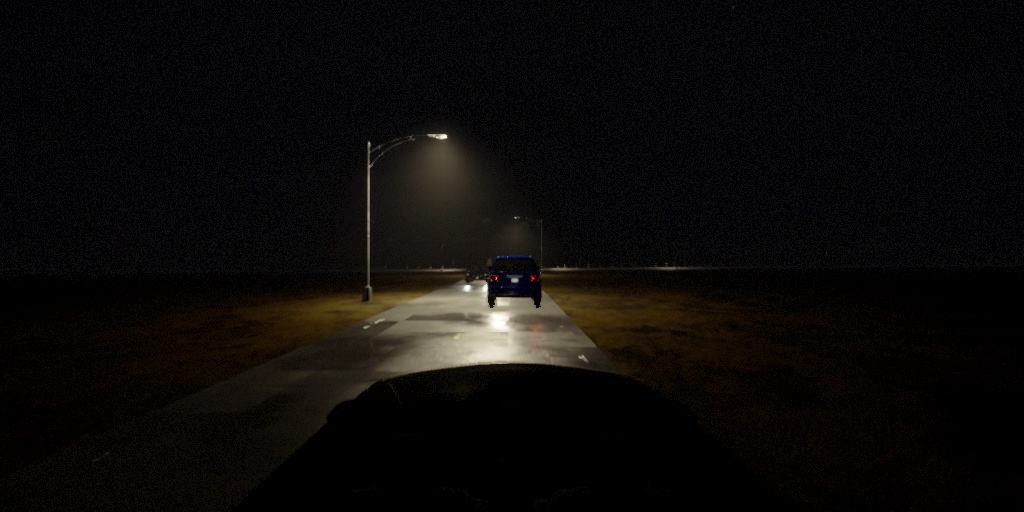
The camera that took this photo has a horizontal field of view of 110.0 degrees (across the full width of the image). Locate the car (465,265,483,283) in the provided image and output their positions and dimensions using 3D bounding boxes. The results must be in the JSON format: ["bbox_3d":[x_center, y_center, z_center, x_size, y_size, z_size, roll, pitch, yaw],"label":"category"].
[{"bbox_3d":[-2.738,1.501,30.446,1.837,1.490,4.892,0,-1,0],"label":"car"}]

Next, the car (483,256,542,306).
[{"bbox_3d":[0.106,1.026,16.102,2.150,2.045,5.566,0,0,0],"label":"car"}]
